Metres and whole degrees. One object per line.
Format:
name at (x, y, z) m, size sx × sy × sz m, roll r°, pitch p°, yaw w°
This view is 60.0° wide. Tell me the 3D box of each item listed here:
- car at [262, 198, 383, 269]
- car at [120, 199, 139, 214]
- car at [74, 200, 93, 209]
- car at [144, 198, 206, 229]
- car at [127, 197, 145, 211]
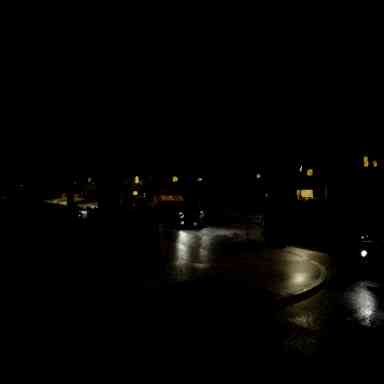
car at (4.693, 1.270, 11.900) m, size 2.150 × 2.045 × 5.566 m, roll -1°, pitch 0°, yaw -21°
car at (-7.078, 1.619, 31.257) m, size 1.895 × 1.301 × 4.718 m, roll -2°, pitch 1°, yaw -33°
car at (-14.014, 1.606, 41.783) m, size 1.895 × 1.301 × 4.718 m, roll -2°, pitch 1°, yaw -33°
car at (-1.036, 1.378, 22.126) m, size 2.097 × 1.767 × 4.553 m, roll -2°, pitch 1°, yaw -33°
car at (-6.168, 1.295, 35.199) m, size 2.097 × 1.767 × 4.553 m, roll -2°, pitch 1°, yaw -34°
